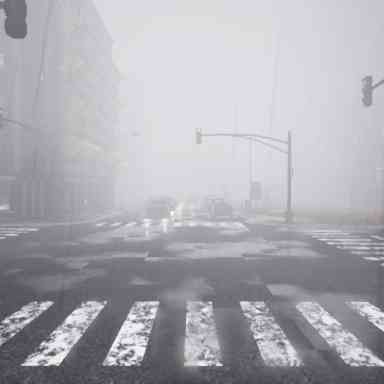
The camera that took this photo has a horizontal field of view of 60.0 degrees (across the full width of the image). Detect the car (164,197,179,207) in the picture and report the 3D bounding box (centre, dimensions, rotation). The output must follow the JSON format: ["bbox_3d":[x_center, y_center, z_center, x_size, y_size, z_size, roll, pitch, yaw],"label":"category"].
[{"bbox_3d":[-3.056,1.512,50.479,1.994,1.385,4.181,0,0,0],"label":"car"}]

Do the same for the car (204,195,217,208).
[{"bbox_3d":[2.661,1.409,35.614,1.967,1.590,4.097,-1,0,0],"label":"car"}]

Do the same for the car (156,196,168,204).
[{"bbox_3d":[-5.673,1.469,63.814,1.887,1.381,4.507,-1,0,0],"label":"car"}]

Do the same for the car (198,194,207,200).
[{"bbox_3d":[2.720,1.312,86.427,1.967,1.590,4.097,-1,0,0],"label":"car"}]

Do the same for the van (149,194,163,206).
[{"bbox_3d":[-5.681,1.286,52.523,1.690,1.788,3.998,-1,0,0],"label":"van"}]

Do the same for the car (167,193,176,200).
[{"bbox_3d":[-5.663,1.172,92.047,2.192,1.841,5.009,-1,0,0],"label":"car"}]

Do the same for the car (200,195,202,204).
[{"bbox_3d":[2.670,1.490,52.553,1.887,1.381,4.507,-1,0,0],"label":"car"}]

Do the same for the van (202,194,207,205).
[{"bbox_3d":[2.665,1.295,46.906,1.690,1.788,3.998,-1,0,0],"label":"van"}]

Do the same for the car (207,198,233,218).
[{"bbox_3d":[2.660,1.521,29.969,1.887,1.381,4.507,-1,0,0],"label":"car"}]

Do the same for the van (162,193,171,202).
[{"bbox_3d":[-5.670,1.241,75.108,1.690,1.788,3.998,-1,0,0],"label":"van"}]

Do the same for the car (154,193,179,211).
[{"bbox_3d":[-3.072,1.315,40.513,2.097,1.767,4.553,0,0,0],"label":"car"}]

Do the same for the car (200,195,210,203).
[{"bbox_3d":[2.682,1.353,69.490,1.967,1.590,4.097,-1,0,0],"label":"car"}]

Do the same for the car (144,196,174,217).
[{"bbox_3d":[-3.081,1.453,31.199,1.882,1.535,5.008,0,0,0],"label":"car"}]

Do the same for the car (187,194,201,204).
[{"bbox_3d":[0.128,1.478,60.369,2.033,1.411,5.357,0,0,0],"label":"car"}]

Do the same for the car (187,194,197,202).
[{"bbox_3d":[0.060,1.263,70.995,2.097,1.767,4.553,0,0,0],"label":"car"}]
